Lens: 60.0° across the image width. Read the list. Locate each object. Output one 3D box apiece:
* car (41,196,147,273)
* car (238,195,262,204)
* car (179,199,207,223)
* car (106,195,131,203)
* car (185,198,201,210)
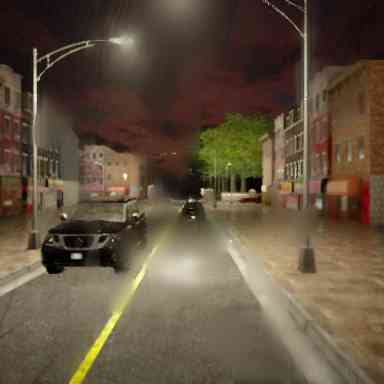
[{"bbox_3d":[-2.822,1.214,10.950,2.150,2.045,5.566,0,0,0],"label":"car"},{"bbox_3d":[11.723,1.447,66.367,5.009,1.841,2.192,1,-1,0],"label":"car"},{"bbox_3d":[0.098,1.492,25.557,1.837,1.490,4.892,0,0,0],"label":"car"},{"bbox_3d":[-14.708,1.392,66.456,4.507,1.381,1.887,1,0,0],"label":"car"},{"bbox_3d":[0.097,1.545,42.575,1.994,1.385,4.181,0,0,0],"label":"car"}]
